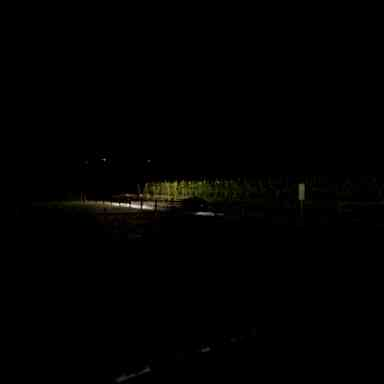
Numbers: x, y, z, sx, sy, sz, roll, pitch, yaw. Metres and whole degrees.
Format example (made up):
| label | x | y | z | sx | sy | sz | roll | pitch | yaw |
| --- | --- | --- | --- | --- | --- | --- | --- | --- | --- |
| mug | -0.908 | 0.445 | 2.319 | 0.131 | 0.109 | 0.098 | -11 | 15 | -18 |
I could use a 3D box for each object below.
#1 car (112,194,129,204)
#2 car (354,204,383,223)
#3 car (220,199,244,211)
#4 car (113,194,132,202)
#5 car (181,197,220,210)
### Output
| label | x | y | z | sx | sy | sz | roll | pitch | yaw |
| --- | --- | --- | --- | --- | --- | --- | --- | --- | --- |
| car | -12.288 | 1.179 | 57.051 | 1.837 | 1.490 | 4.892 | 0 | 0 | -32 |
| car | 13.758 | 1.478 | 22.937 | 1.882 | 1.535 | 5.008 | 0 | 0 | -32 |
| car | 3.783 | 1.472 | 38.477 | 1.895 | 1.301 | 4.718 | 0 | 0 | -33 |
| car | -14.012 | 1.110 | 66.807 | 2.128 | 1.511 | 4.902 | 0 | 0 | -31 |
| car | 0.551 | 1.354 | 36.686 | 1.837 | 1.490 | 4.892 | 0 | 0 | -33 |
